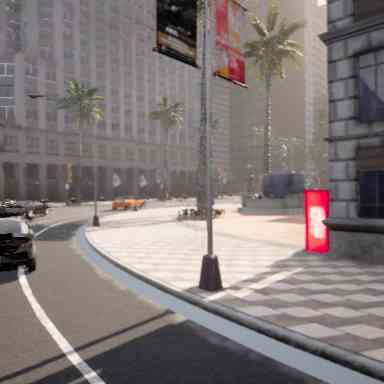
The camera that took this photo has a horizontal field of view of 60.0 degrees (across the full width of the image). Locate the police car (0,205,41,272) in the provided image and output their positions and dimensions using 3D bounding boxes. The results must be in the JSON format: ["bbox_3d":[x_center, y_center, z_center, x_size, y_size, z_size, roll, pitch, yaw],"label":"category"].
[{"bbox_3d":[-6.008,1.447,10.456,1.930,1.638,5.238,-1,0,-27],"label":"police car"}]

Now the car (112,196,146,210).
[{"bbox_3d":[-7.583,1.227,40.443,2.097,1.767,4.553,-1,0,26],"label":"car"}]

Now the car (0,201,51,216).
[{"bbox_3d":[-14.431,1.526,29.660,2.128,1.511,4.902,-1,0,4],"label":"car"}]
